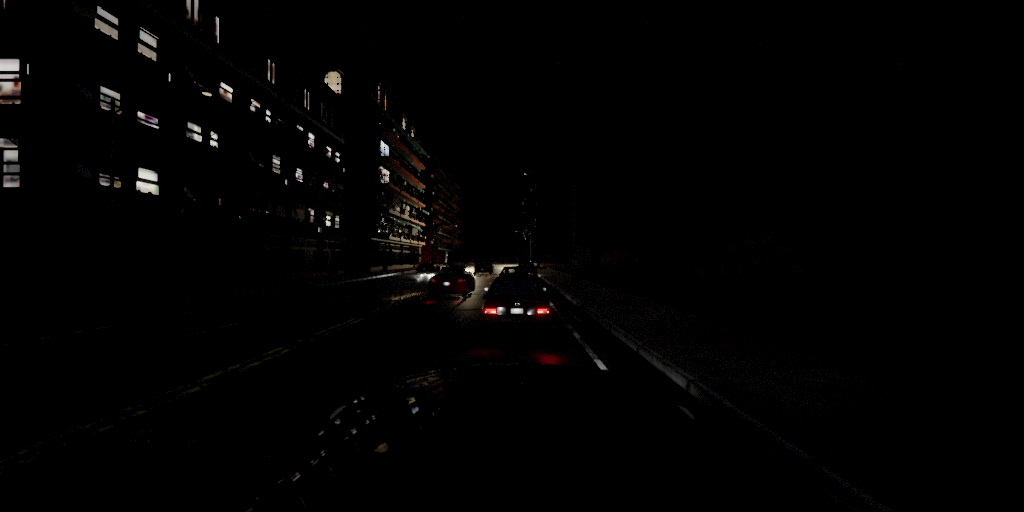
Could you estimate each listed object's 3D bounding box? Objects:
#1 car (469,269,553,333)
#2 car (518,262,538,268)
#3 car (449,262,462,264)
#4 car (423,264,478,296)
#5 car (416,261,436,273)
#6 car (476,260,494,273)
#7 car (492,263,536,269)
[{"bbox_3d":[0.106,1.299,10.665,2.033,1.411,5.357,0,0,0],"label":"car"},{"bbox_3d":[1.151,1.259,30.794,1.837,1.490,4.892,0,0,0],"label":"car"},{"bbox_3d":[-6.583,1.354,41.107,1.895,1.301,4.718,0,0,0],"label":"car"},{"bbox_3d":[-3.141,1.317,19.249,1.994,1.385,4.181,0,0,0],"label":"car"},{"bbox_3d":[-9.831,1.317,42.136,1.994,1.385,4.181,0,0,0],"label":"car"},{"bbox_3d":[-3.133,1.231,40.474,1.882,1.535,5.008,0,0,0],"label":"car"},{"bbox_3d":[0.109,1.300,21.026,2.033,1.411,5.357,0,0,0],"label":"car"}]
